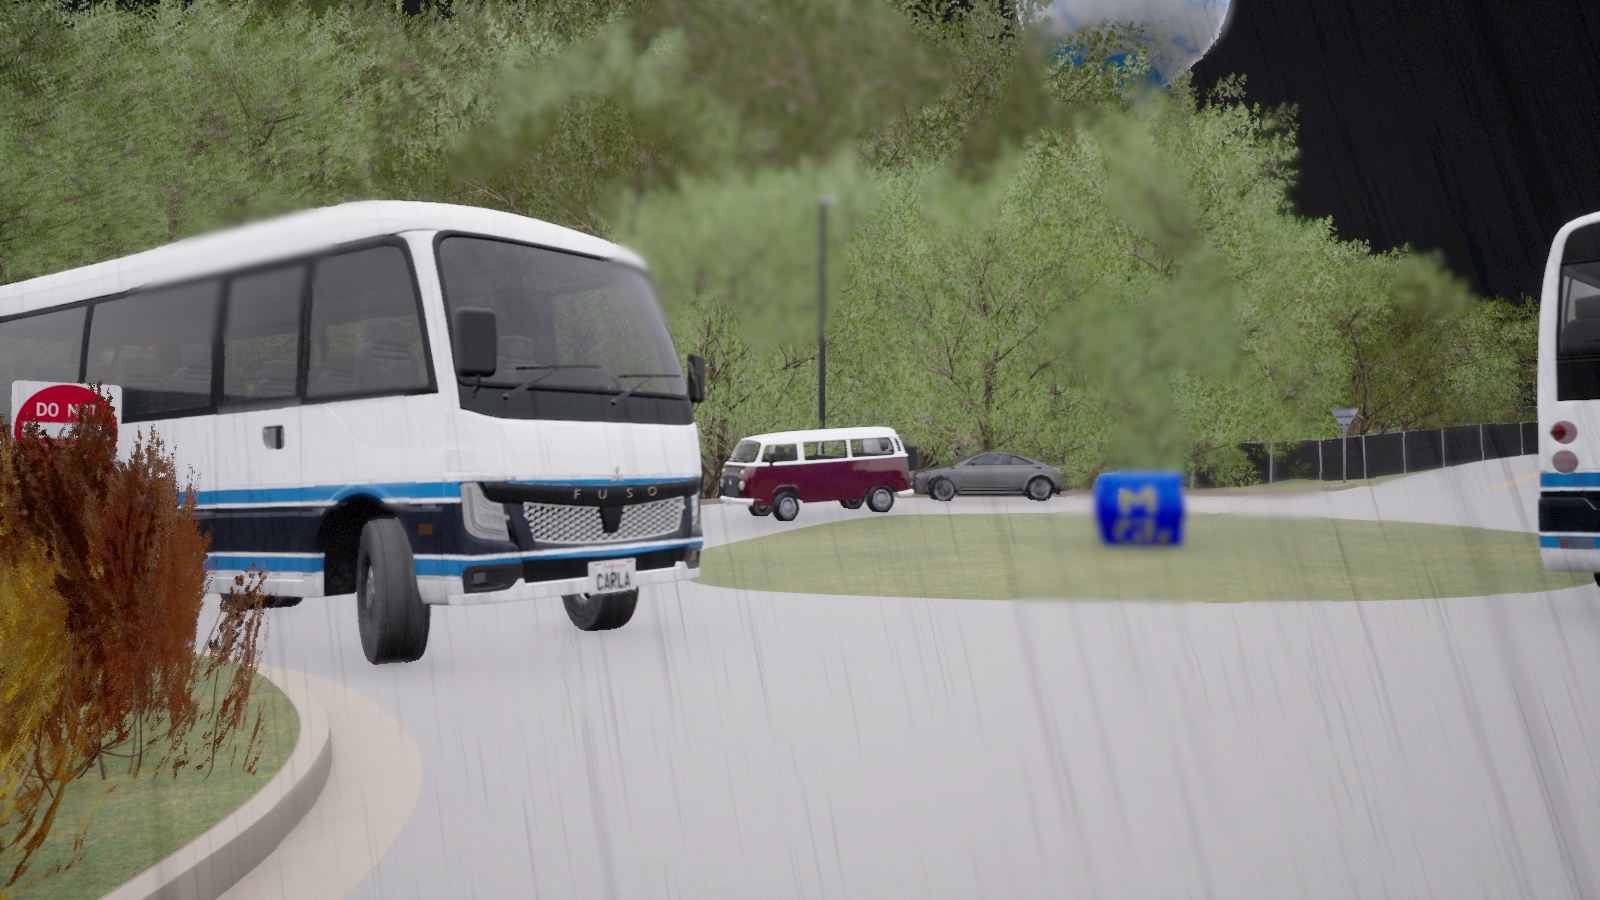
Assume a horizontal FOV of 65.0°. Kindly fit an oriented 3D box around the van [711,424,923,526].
[{"bbox_3d":[0.404,0.532,29.747,4.480,2.038,2.069,-4,2,-25],"label":"van"}]

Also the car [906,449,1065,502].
[{"bbox_3d":[5.065,0.680,34.838,4.181,1.385,1.994,-1,0,3],"label":"car"}]

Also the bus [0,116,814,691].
[{"bbox_3d":[-5.288,-0.111,13.785,10.273,4.253,3.944,-3,-2,34],"label":"bus"}]

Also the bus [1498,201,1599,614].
[{"bbox_3d":[12.416,-0.672,16.134,3.944,4.253,10.273,-2,1,40],"label":"bus"}]
